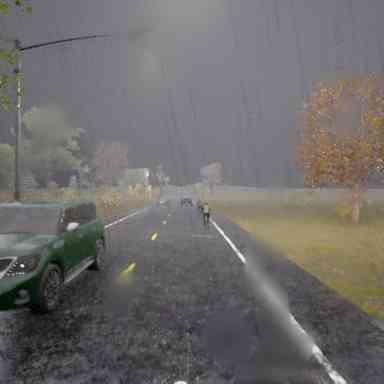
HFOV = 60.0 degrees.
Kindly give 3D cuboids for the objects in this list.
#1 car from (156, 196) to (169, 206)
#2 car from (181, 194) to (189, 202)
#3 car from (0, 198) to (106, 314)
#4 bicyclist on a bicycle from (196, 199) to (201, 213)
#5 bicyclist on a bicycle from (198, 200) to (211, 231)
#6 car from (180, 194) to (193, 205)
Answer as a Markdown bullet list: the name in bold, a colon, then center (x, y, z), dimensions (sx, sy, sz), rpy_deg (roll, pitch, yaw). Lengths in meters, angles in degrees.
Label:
- **car**: center (-4.476, 1.371, 50.932), dimensions (2.128, 1.511, 4.902), rpy_deg (0, 0, -1)
- **car**: center (-1.553, 1.318, 73.961), dimensions (1.837, 1.490, 4.892), rpy_deg (0, 0, -2)
- **car**: center (-3.636, 1.205, 7.888), dimensions (2.150, 2.045, 5.566), rpy_deg (0, 0, 0)
- **bicyclist on a bicycle**: center (0.654, 1.387, 27.906), dimensions (0.582, 1.620, 1.656), rpy_deg (0, 0, -1)
- **bicyclist on a bicycle**: center (0.812, 1.409, 18.890), dimensions (0.582, 1.620, 1.656), rpy_deg (0, 0, -1)
- **car**: center (-0.943, 1.371, 55.610), dimensions (1.837, 1.490, 4.892), rpy_deg (0, 0, -2)
